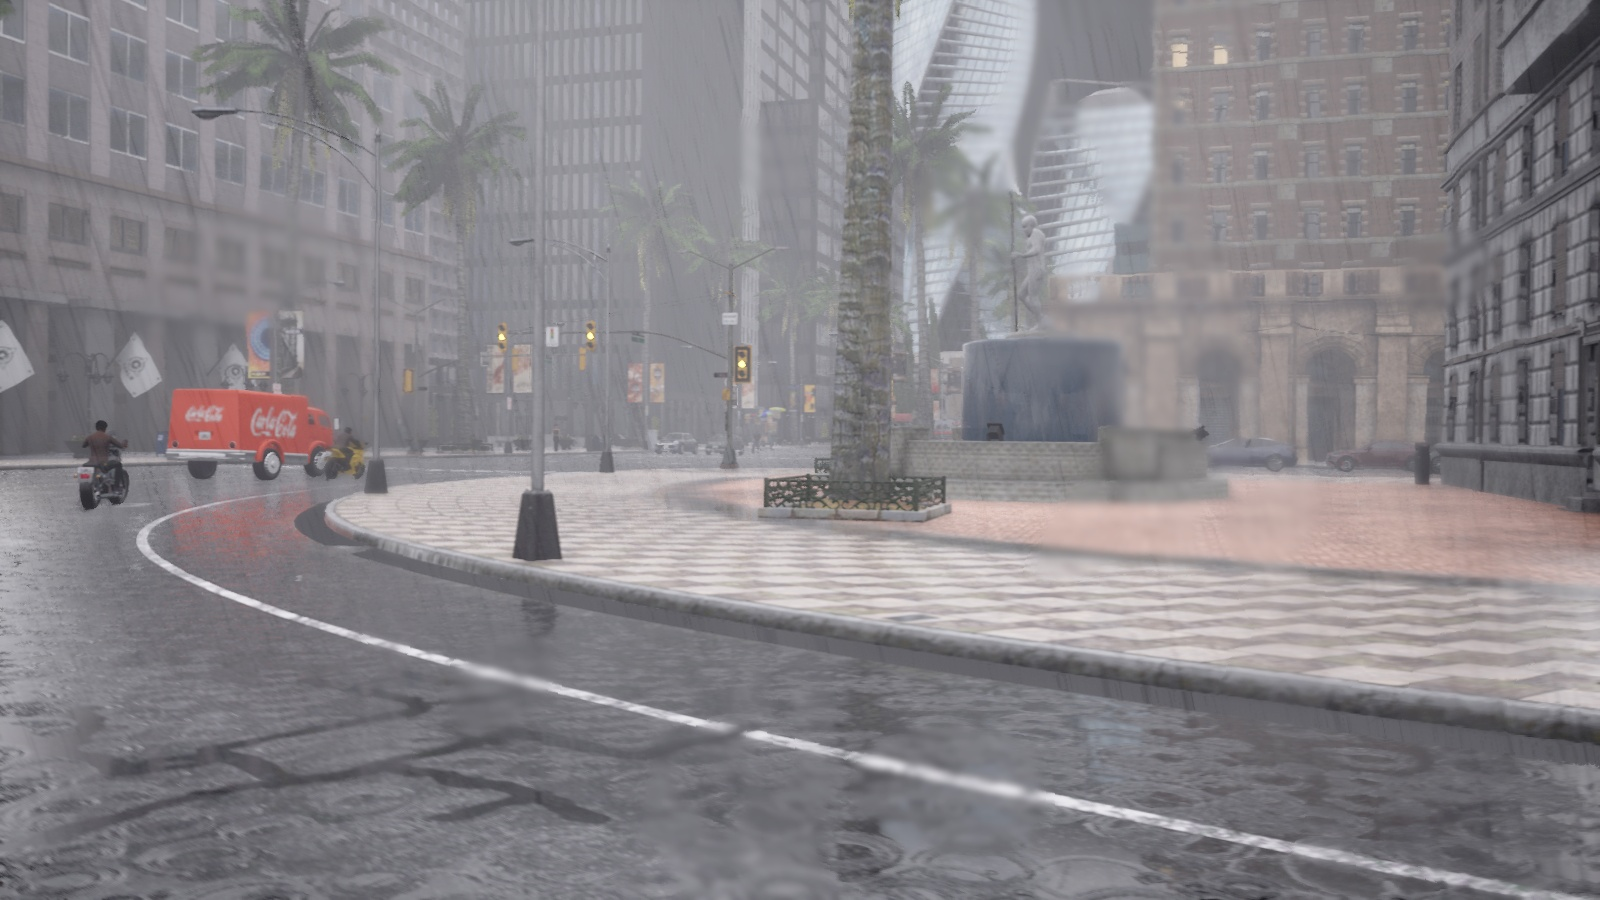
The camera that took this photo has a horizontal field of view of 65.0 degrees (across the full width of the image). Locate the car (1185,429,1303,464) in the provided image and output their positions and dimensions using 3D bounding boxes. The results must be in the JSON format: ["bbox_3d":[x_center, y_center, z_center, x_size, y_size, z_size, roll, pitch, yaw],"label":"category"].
[{"bbox_3d":[19.390,-0.145,55.119,4.792,1.488,2.163,0,1,17],"label":"car"}]

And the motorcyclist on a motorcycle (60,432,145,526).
[{"bbox_3d":[-12.835,0.493,23.193,0.766,1.649,2.350,0,0,-14],"label":"motorcyclist on a motorcycle"}]

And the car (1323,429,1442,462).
[{"bbox_3d":[26.234,-0.198,56.713,4.674,1.442,1.812,0,1,17],"label":"car"}]

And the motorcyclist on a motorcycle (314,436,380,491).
[{"bbox_3d":[-12.845,0.364,35.675,0.797,1.523,2.044,0,1,11],"label":"motorcyclist on a motorcycle"}]

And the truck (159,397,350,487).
[{"bbox_3d":[-16.044,-0.134,37.334,2.627,2.467,5.204,0,-2,13],"label":"truck"}]

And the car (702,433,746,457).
[{"bbox_3d":[-5.148,-0.347,85.457,1.789,1.549,3.705,0,1,17],"label":"car"}]

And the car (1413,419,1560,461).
[{"bbox_3d":[28.534,-0.409,52.358,5.027,1.651,2.152,0,1,17],"label":"car"}]

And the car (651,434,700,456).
[{"bbox_3d":[-8.522,-0.343,86.340,1.970,1.475,3.806,0,1,18],"label":"car"}]
